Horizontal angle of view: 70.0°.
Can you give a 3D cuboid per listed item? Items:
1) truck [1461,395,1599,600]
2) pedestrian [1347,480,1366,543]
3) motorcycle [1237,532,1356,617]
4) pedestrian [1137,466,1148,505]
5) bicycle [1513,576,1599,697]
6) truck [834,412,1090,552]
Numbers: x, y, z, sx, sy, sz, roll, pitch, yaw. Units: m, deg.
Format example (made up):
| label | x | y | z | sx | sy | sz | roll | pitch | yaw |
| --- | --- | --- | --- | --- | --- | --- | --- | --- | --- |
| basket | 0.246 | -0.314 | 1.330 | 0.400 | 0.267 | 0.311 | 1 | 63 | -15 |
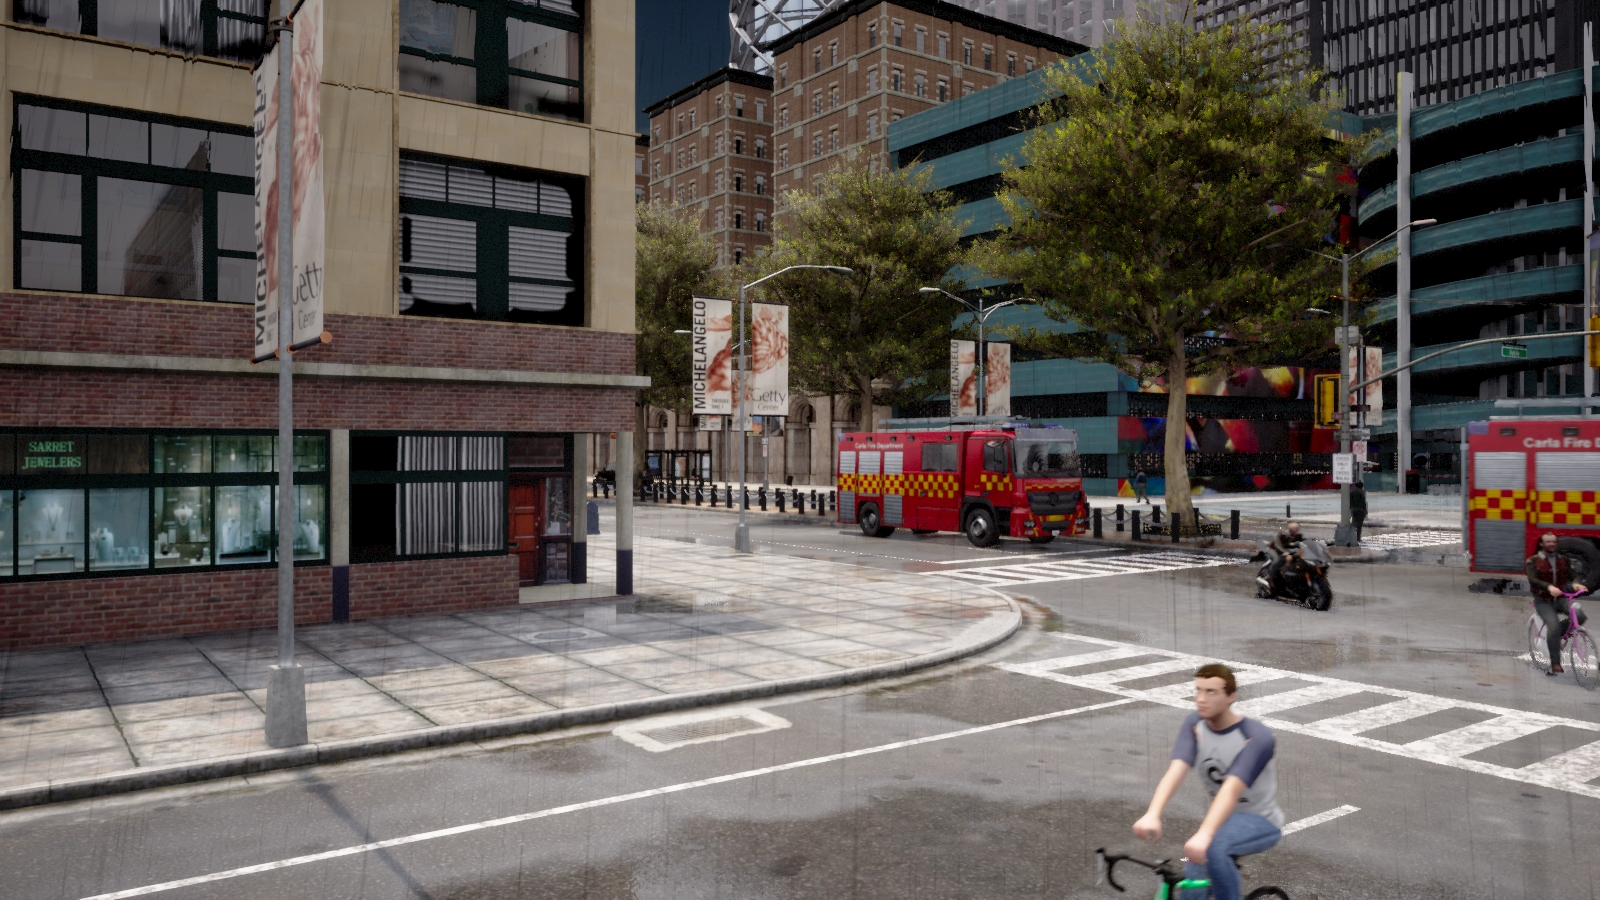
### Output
| label | x | y | z | sx | sy | sz | roll | pitch | yaw |
| --- | --- | --- | --- | --- | --- | --- | --- | --- | --- |
| truck | 17.384 | 0.880 | 21.380 | 8.468 | 3.827 | 2.891 | 0 | 0 | 35 |
| pedestrian | 16.751 | 1.835 | 34.393 | 0.375 | 1.860 | 0.375 | 0 | 0 | -42 |
| motorcycle | 8.870 | 2.197 | 20.546 | 0.867 | 1.251 | 2.209 | -2 | 0 | -10 |
| pedestrian | 16.386 | 1.679 | 54.683 | 0.375 | 1.860 | 0.375 | 0 | 0 | -31 |
| bicycle | 9.218 | 2.204 | 13.822 | 0.329 | 1.171 | 1.835 | -2 | 0 | 11 |
| truck | 4.745 | 0.881 | 35.550 | 2.891 | 3.827 | 8.468 | 0 | 0 | -35 |
